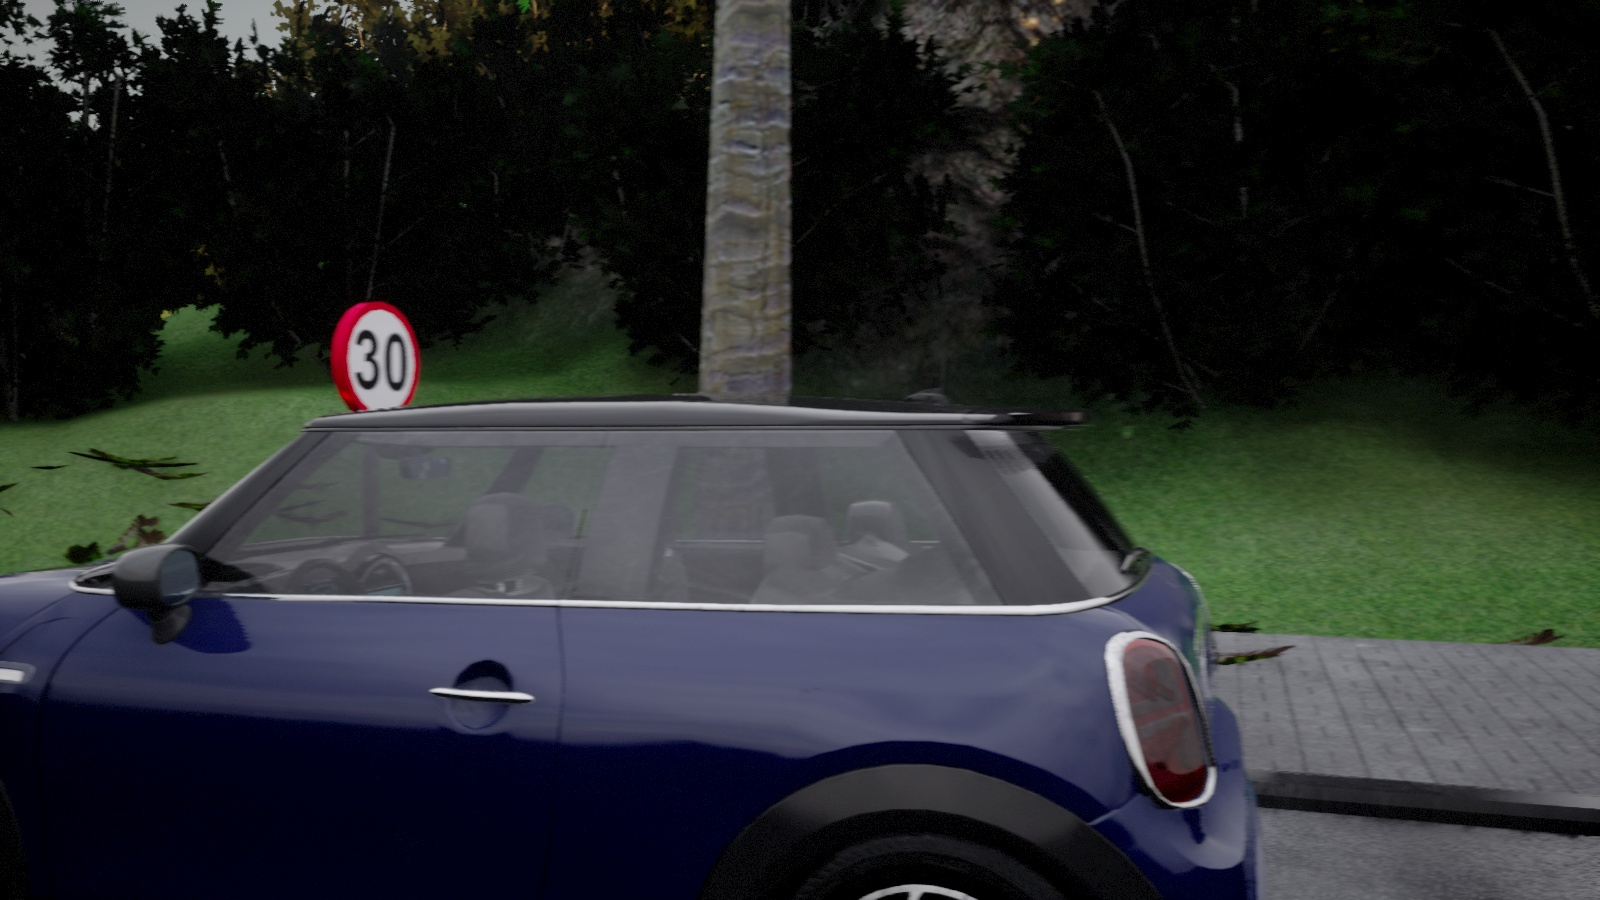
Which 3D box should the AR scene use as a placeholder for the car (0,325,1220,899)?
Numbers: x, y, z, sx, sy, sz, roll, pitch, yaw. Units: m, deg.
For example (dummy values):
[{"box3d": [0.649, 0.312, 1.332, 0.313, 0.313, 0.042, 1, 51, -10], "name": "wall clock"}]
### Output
[{"box3d": [-1.048, 0.616, 4.069, 4.553, 1.767, 2.097, 1, 1, 19], "name": "car"}]
